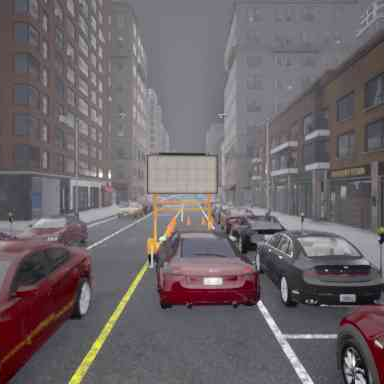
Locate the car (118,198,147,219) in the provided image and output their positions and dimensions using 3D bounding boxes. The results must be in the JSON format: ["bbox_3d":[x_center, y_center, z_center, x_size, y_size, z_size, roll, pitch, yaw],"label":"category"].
[{"bbox_3d":[-5.448,1.539,29.668,1.752,1.417,4.829,0,0,0],"label":"car"}]

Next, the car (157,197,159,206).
[{"bbox_3d":[-5.476,1.604,40.872,1.802,1.307,4.206,0,0,0],"label":"car"}]

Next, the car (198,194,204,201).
[{"bbox_3d":[2.514,1.474,57.453,1.967,1.590,4.097,0,0,0],"label":"car"}]

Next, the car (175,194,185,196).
[{"bbox_3d":[-2.896,1.499,67.990,2.033,1.411,5.357,0,0,0],"label":"car"}]

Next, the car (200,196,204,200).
[{"bbox_3d":[2.537,1.577,46.415,2.008,1.369,4.403,0,0,0],"label":"car"}]

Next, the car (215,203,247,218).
[{"bbox_3d":[2.596,1.551,18.821,1.887,1.381,4.507,0,0,0],"label":"car"}]

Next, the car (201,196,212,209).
[{"bbox_3d":[2.549,1.573,40.897,2.008,1.369,4.403,0,0,0],"label":"car"}]

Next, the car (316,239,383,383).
[{"bbox_3d":[2.632,1.440,2.265,1.967,1.590,4.097,0,0,0],"label":"car"}]

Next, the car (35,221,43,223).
[{"bbox_3d":[-5.405,1.583,7.763,1.802,1.307,4.206,0,0,0],"label":"car"}]

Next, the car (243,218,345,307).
[{"bbox_3d":[2.620,1.551,7.784,2.008,1.369,4.403,0,0,0],"label":"car"}]

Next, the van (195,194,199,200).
[{"bbox_3d":[2.444,1.396,90.053,1.690,1.788,3.998,0,0,0],"label":"van"}]

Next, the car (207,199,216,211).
[{"bbox_3d":[2.573,1.596,29.859,1.802,1.307,4.206,0,0,0],"label":"car"}]

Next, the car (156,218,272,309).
[{"bbox_3d":[0.172,1.557,7.925,1.994,1.385,4.181,1,0,-6],"label":"car"}]

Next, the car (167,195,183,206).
[{"bbox_3d":[-2.952,1.596,55.758,1.994,1.385,4.181,0,0,0],"label":"car"}]

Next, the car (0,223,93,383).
[{"bbox_3d":[-2.859,1.478,4.531,1.882,1.535,5.008,0,0,0],"label":"car"}]

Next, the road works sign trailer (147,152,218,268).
[{"bbox_3d":[-0.340,0.467,11.391,2.380,3.560,2.880,0,0,-6],"label":"road works sign trailer"}]

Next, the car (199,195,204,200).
[{"bbox_3d":[2.525,1.612,51.934,1.802,1.307,4.206,0,0,0],"label":"car"}]

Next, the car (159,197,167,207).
[{"bbox_3d":[-5.500,1.470,51.910,1.967,1.590,4.097,0,0,0],"label":"car"}]

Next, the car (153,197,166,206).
[{"bbox_3d":[-5.511,1.559,57.257,1.752,1.417,4.829,0,0,0],"label":"car"}]

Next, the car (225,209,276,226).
[{"bbox_3d":[2.608,1.569,13.302,1.947,1.339,4.313,0,0,0],"label":"car"}]

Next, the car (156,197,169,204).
[{"bbox_3d":[-5.523,1.588,62.946,2.008,1.369,4.403,0,0,0],"label":"car"}]

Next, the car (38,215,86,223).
[{"bbox_3d":[-5.417,1.585,13.281,1.802,1.307,4.206,0,0,0],"label":"car"}]

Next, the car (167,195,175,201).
[{"bbox_3d":[-5.581,1.606,90.027,2.008,1.369,4.403,0,0,0],"label":"car"}]

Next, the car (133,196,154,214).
[{"bbox_3d":[-5.464,1.333,35.354,2.192,1.841,5.009,0,0,0],"label":"car"}]

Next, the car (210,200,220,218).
[{"bbox_3d":[2.584,1.561,24.340,2.008,1.369,4.403,0,0,0],"label":"car"}]
